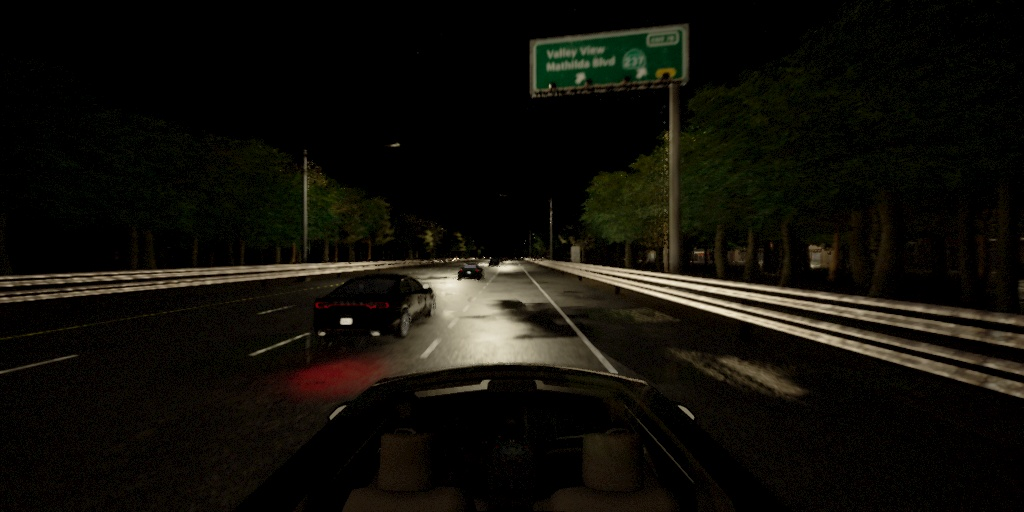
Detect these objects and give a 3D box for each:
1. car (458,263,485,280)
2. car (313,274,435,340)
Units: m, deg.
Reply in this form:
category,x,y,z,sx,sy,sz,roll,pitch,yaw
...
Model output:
category,x,y,z,sx,sy,sz,roll,pitch,yaw
car,-3.503,1.323,31.186,1.994,1.385,4.181,0,0,0
car,-3.502,1.229,10.054,1.882,1.535,5.008,0,0,0
